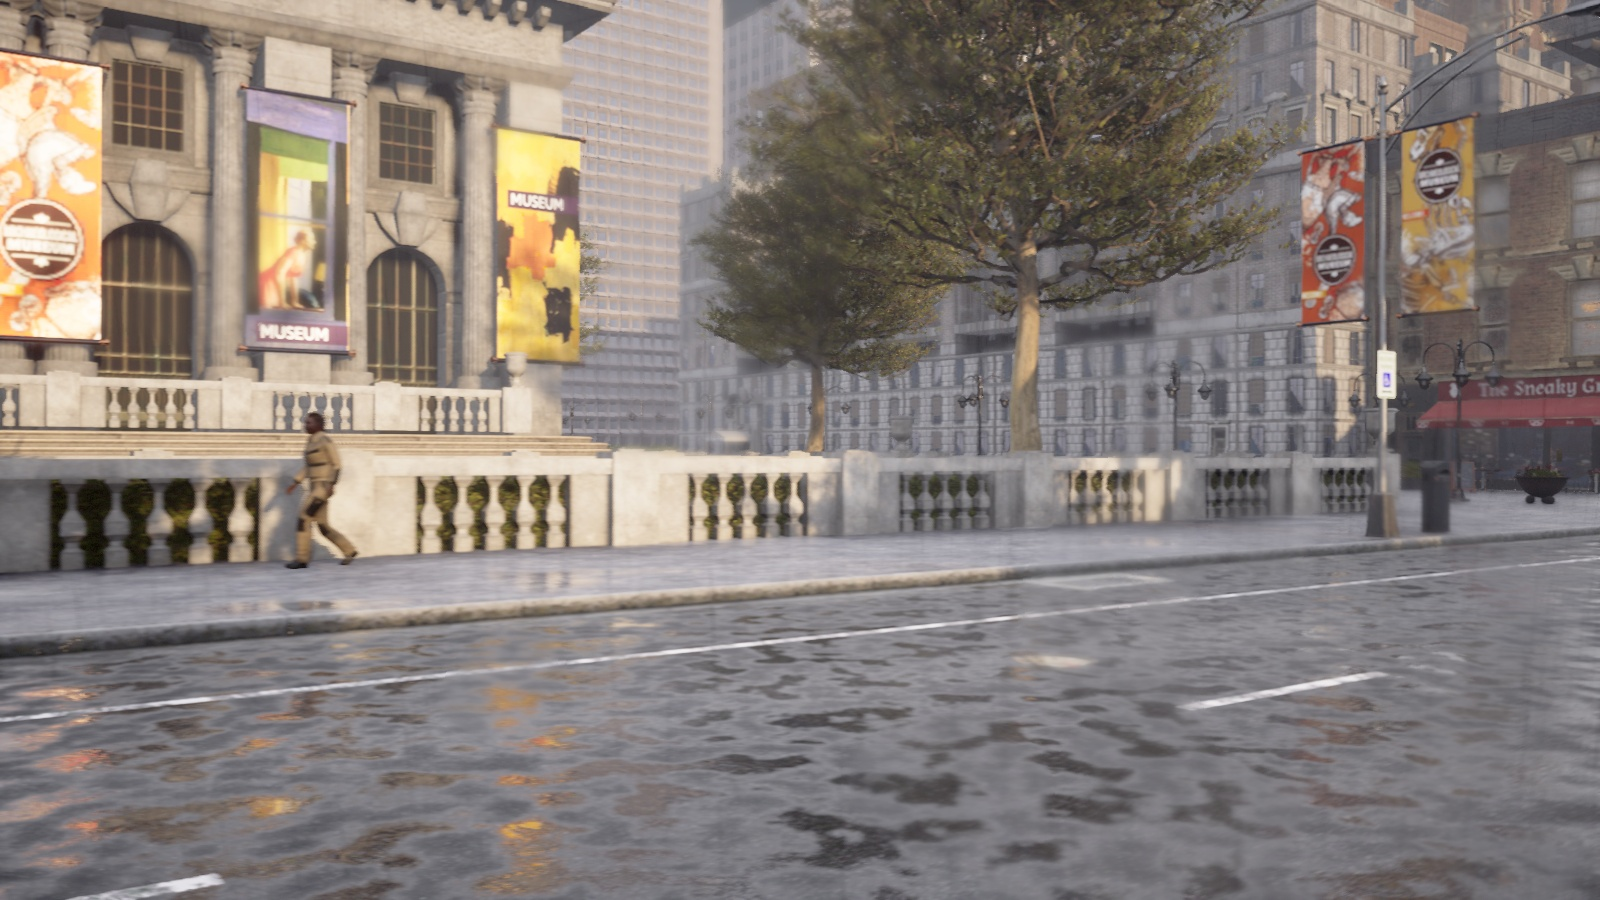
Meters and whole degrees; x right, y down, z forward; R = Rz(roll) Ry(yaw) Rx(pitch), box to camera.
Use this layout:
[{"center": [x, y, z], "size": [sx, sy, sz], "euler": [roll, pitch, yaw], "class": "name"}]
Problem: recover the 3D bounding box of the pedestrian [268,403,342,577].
[{"center": [-5.638, 0.449, 14.317], "size": [0.692, 1.930, 0.396], "euler": [0, 0, -41], "class": "pedestrian"}]
